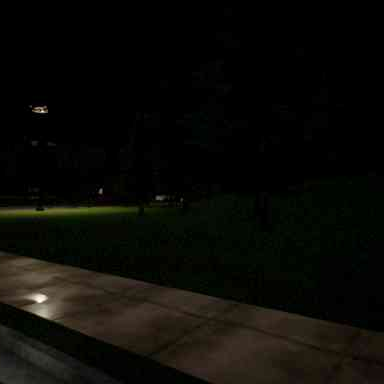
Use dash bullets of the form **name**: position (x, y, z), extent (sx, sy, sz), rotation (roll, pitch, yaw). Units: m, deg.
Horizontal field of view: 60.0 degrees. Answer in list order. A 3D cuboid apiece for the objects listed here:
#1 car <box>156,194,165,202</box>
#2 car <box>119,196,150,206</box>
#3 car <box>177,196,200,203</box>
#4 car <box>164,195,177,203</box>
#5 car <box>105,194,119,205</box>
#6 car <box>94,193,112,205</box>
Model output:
- **car**: position (-5.442, 1.214, 72.175), extent (2.150, 2.045, 5.566), rotation (0, 0, 36)
- **car**: position (-9.119, 1.484, 55.266), extent (1.882, 1.535, 5.008), rotation (0, 0, 36)
- **car**: position (-0.275, 1.484, 67.382), extent (1.882, 1.535, 5.008), rotation (0, 0, 36)
- **car**: position (-3.084, 1.616, 69.470), extent (1.895, 1.301, 4.718), rotation (0, 0, 36)
- **car**: position (-11.946, 1.516, 57.330), extent (1.837, 1.490, 4.892), rotation (0, 0, 36)
- **car**: position (-14.755, 1.257, 59.418), extent (2.150, 2.045, 5.566), rotation (0, 0, 36)
